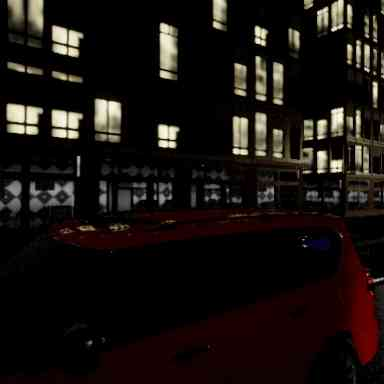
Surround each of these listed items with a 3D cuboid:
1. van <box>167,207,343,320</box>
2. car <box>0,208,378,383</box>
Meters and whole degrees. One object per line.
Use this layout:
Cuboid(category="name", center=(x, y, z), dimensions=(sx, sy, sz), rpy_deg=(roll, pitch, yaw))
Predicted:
Cuboid(category="van", center=(1.574, 1.341, 7.680), dimensions=(3.998, 1.788, 1.690), rpy_deg=(0, 0, -36))
Cuboid(category="car", center=(-0.527, 1.223, 3.005), dimensions=(5.566, 2.045, 2.150), rpy_deg=(0, 0, -35))
